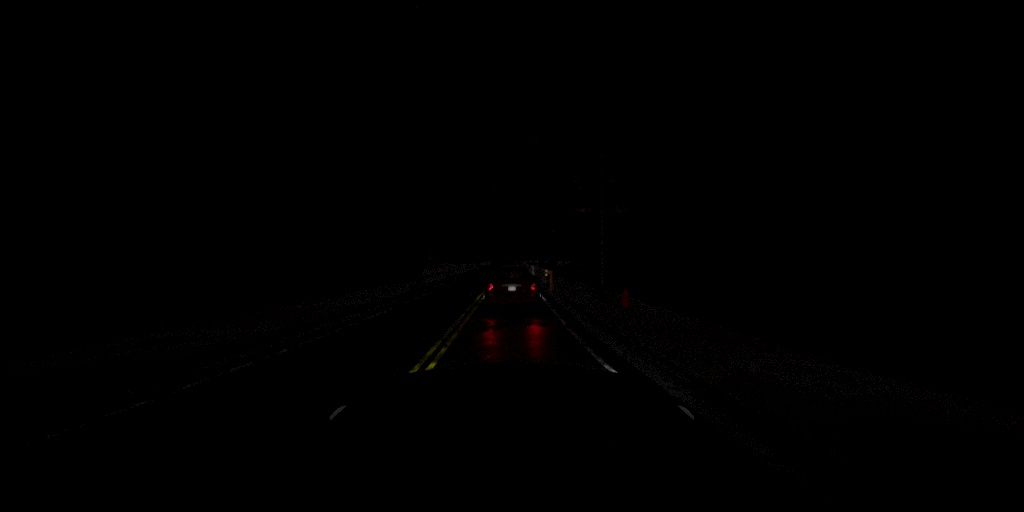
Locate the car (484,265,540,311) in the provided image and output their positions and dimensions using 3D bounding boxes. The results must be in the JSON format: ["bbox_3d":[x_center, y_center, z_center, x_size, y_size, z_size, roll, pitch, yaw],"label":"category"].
[{"bbox_3d":[0.014,1.246,15.287,2.097,1.767,4.553,0,-1,0],"label":"car"}]
